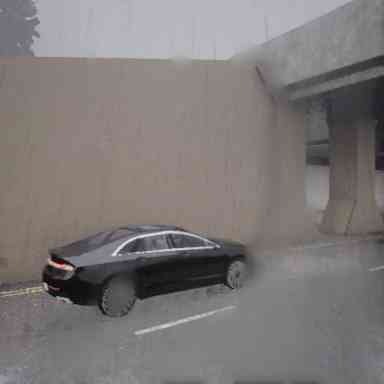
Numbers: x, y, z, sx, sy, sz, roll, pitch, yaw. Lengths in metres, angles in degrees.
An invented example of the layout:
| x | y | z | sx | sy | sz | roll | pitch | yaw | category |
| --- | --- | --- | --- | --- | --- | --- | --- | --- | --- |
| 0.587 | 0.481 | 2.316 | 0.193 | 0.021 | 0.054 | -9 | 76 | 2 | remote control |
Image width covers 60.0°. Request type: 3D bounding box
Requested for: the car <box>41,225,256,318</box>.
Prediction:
| x | y | z | sx | sy | sz | roll | pitch | yaw | category |
| --- | --- | --- | --- | --- | --- | --- | --- | --- | --- |
| -0.675 | 1.491 | 7.420 | 4.902 | 1.511 | 2.128 | 0 | 0 | -35 | car |
